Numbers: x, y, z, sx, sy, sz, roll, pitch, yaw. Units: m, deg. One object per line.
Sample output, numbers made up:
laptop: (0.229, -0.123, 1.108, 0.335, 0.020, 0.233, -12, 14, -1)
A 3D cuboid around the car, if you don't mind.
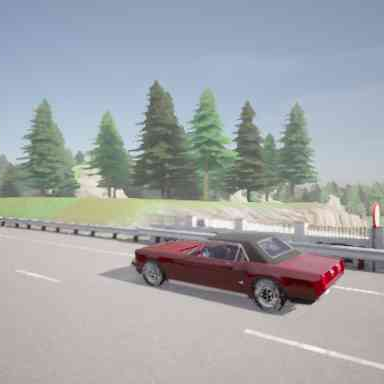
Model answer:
car: (0.819, 1.607, 7.706, 4.718, 1.301, 1.895, 0, 0, 35)
